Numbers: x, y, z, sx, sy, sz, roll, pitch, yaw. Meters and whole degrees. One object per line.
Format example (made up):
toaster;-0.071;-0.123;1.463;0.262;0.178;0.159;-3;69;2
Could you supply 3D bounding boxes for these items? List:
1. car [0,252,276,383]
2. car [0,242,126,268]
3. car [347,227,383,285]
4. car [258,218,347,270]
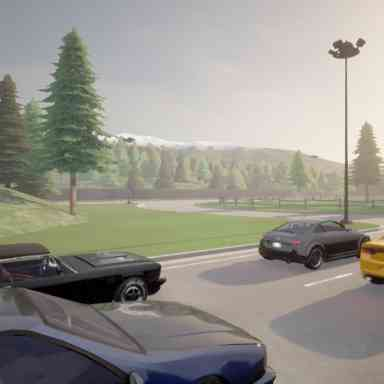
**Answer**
car;-1.763;1.547;2.488;5.357;1.411;2.033;0;0;-36
car;-2.855;1.601;6.011;4.718;1.301;1.895;0;0;-36
car;6.182;1.478;8.264;5.008;1.535;1.882;0;0;-35
car;4.201;1.564;11.152;4.181;1.385;1.994;0;0;-35
